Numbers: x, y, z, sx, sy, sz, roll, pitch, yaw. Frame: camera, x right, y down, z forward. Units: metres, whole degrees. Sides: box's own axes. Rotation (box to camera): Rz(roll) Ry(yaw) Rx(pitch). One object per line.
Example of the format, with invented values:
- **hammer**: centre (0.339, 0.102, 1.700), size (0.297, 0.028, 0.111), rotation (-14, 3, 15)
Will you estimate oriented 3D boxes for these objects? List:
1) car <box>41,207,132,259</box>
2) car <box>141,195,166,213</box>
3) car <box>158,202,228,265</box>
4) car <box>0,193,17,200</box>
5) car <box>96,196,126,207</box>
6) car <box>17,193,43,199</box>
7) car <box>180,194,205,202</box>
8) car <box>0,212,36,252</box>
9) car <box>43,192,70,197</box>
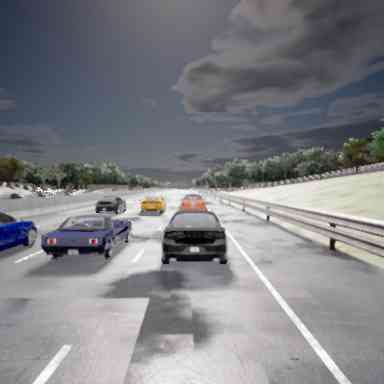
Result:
- **car**: centre (-3.414, 1.421, 11.824), size (1.895, 1.301, 4.718), rotation (0, 1, 0)
- **car**: centre (-3.437, 1.042, 30.145), size (1.882, 1.535, 5.008), rotation (0, 1, 0)
- **car**: centre (0.083, 1.308, 11.108), size (1.882, 1.535, 5.008), rotation (0, 1, 0)
- **car**: centre (-24.874, 0.868, 45.045), size (1.812, 1.442, 4.674), rotation (0, 1, -1)
- **car**: centre (-6.928, 1.088, 28.717), size (1.837, 1.490, 4.892), rotation (0, 1, 0)
- **car**: centre (-21.379, 0.869, 45.115), size (1.812, 1.442, 4.674), rotation (0, 1, -1)
- **car**: centre (0.071, 0.941, 28.368), size (2.097, 1.767, 4.553), rotation (0, 1, 0)
- **car**: centre (-6.921, 1.311, 10.838), size (1.882, 1.535, 5.008), rotation (0, 1, 0)
- **car**: centre (-17.882, 0.822, 45.190), size (1.882, 1.535, 5.008), rotation (0, 1, -1)
